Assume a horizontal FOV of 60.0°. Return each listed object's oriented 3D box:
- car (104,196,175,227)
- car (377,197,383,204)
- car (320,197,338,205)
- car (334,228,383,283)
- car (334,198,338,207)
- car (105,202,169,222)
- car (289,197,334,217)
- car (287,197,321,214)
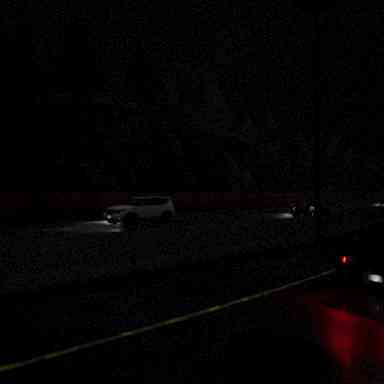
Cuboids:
[{"bbox_3d":[-3.686,1.325,24.387,2.150,2.045,5.566,0,0,43],"label":"car"},{"bbox_3d":[40.245,1.763,69.544,1.812,1.442,4.674,0,0,41],"label":"car"},{"bbox_3d":[26.507,1.743,64.339,1.837,1.490,4.892,0,0,41],"label":"car"},{"bbox_3d":[5.714,1.634,8.909,4.718,1.301,1.895,0,0,-43],"label":"car"},{"bbox_3d":[22.044,1.766,53.901,1.994,1.385,4.181,0,0,41],"label":"car"},{"bbox_3d":[-4.585,1.668,28.524,2.033,1.411,5.357,0,0,42],"label":"car"},{"bbox_3d":[10.874,1.467,30.308,2.097,1.767,4.553,0,0,41],"label":"car"},{"bbox_3d":[12.791,1.496,37.879,2.097,1.767,4.553,0,0,41],"label":"car"}]
